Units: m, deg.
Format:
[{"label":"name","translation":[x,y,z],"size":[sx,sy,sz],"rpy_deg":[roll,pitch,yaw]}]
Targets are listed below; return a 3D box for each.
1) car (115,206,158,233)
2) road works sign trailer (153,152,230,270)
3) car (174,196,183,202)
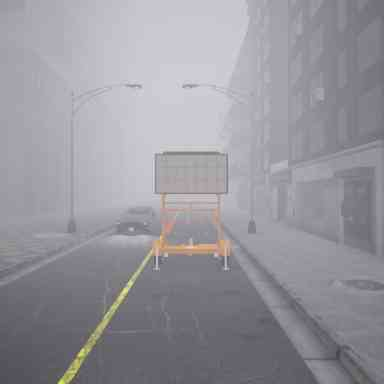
[{"label":"car","translation":[-3.130,1.556,19.881],"size":[2.033,1.411,5.357],"rpy_deg":[0,0,0]},{"label":"road works sign trailer","translation":[-0.019,0.467,11.038],"size":[2.380,3.560,2.880],"rpy_deg":[0,0,0]},{"label":"car","translation":[-3.113,1.673,75.649],"size":[2.033,1.411,5.357],"rpy_deg":[0,0,0]}]
